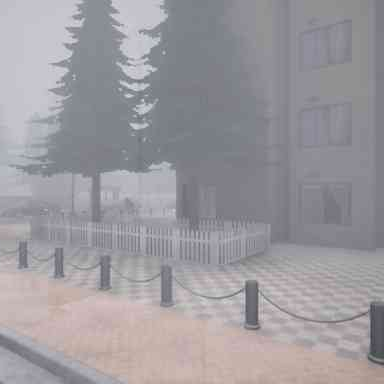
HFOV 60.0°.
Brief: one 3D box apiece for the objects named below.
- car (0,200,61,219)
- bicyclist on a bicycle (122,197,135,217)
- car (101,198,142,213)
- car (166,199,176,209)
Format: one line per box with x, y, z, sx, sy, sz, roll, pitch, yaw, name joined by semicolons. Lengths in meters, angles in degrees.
-13.914;1.476;28.872;2.128;1.511;4.902;0;0;37;car
-5.309;1.285;27.828;1.656;1.620;0.582;0;0;37;bicyclist on a bicycle
-7.788;1.462;36.924;1.882;1.535;5.008;0;0;37;car
-1.574;1.510;45.053;1.812;1.442;4.674;0;0;37;car
